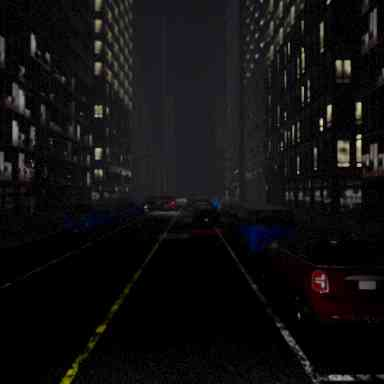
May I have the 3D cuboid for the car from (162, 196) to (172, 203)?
[{"bbox_3d":[-5.711,1.666,75.278,1.887,1.381,4.507,0,0,0],"label":"car"}]

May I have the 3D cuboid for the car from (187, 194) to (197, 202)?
[{"bbox_3d":[-0.026,1.349,73.095,2.097,1.767,4.553,0,0,0],"label":"car"}]

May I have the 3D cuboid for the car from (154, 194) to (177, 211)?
[{"bbox_3d":[-3.109,1.315,42.234,2.150,2.045,5.566,0,0,0],"label":"car"}]

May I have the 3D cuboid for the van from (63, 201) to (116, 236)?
[{"bbox_3d":[-5.692,1.389,18.420,1.690,1.788,3.998,0,0,0],"label":"van"}]

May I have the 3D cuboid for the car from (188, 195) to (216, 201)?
[{"bbox_3d":[0.888,1.429,32.723,2.097,1.767,4.553,0,0,0],"label":"car"}]

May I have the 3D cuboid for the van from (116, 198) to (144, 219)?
[{"bbox_3d":[-5.696,1.414,29.791,1.690,1.788,3.998,0,0,0],"label":"van"}]

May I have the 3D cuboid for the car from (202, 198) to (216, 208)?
[{"bbox_3d":[2.677,1.657,52.530,2.008,1.369,4.403,0,0,0],"label":"car"}]

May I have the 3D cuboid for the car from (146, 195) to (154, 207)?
[{"bbox_3d":[-5.700,1.415,46.849,2.192,1.841,5.009,0,0,0],"label":"car"}]

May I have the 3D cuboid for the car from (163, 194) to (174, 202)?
[{"bbox_3d":[-5.711,1.437,80.963,2.192,1.841,5.009,0,0,0],"label":"car"}]

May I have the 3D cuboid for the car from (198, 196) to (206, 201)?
[{"bbox_3d":[2.666,1.688,86.642,1.947,1.339,4.313,0,0,0],"label":"car"}]

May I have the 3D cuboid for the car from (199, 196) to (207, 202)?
[{"bbox_3d":[2.668,1.647,81.126,1.752,1.417,4.829,0,0,0],"label":"car"}]

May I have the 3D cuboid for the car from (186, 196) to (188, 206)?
[{"bbox_3d":[-0.020,1.675,58.125,1.994,1.385,4.181,0,0,0],"label":"car"}]

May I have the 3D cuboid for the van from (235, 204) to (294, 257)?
[{"bbox_3d":[2.690,1.375,12.734,1.690,1.788,3.998,0,0,0],"label":"van"}]

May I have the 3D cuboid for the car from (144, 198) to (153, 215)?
[{"bbox_3d":[-5.699,1.649,35.476,1.947,1.339,4.313,0,0,0],"label":"car"}]

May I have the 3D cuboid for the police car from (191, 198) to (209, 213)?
[{"bbox_3d":[0.886,1.514,38.862,1.930,1.638,5.238,0,0,0],"label":"police car"}]

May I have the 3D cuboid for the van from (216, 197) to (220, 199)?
[{"bbox_3d":[2.682,1.434,41.160,1.690,1.788,3.998,0,0,0],"label":"van"}]

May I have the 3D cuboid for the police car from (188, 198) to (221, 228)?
[{"bbox_3d":[0.892,1.484,22.863,1.930,1.638,5.238,0,0,0],"label":"police car"}]

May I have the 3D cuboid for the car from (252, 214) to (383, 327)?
[{"bbox_3d":[2.691,1.459,7.048,1.967,1.590,4.097,0,0,0],"label":"car"}]

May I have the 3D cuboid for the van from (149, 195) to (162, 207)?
[{"bbox_3d":[-5.702,1.447,52.535,1.690,1.788,3.998,0,0,0],"label":"van"}]

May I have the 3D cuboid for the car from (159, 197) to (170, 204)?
[{"bbox_3d":[-5.709,1.701,69.593,1.802,1.307,4.206,0,0,0],"label":"car"}]
